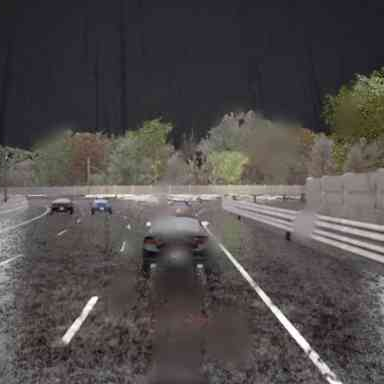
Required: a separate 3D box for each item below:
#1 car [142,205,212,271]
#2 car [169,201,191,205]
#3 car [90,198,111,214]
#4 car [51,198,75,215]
[{"bbox_3d":[-0.477,1.414,10.720,1.882,1.535,5.008,0,0,-3],"label":"car"},{"bbox_3d":[-1.005,1.401,27.653,1.994,1.385,4.181,0,0,0],"label":"car"},{"bbox_3d":[-9.074,1.359,33.163,1.812,1.442,4.674,0,0,-18],"label":"car"},{"bbox_3d":[-12.458,1.329,32.291,1.882,1.535,5.008,0,0,-18],"label":"car"}]
